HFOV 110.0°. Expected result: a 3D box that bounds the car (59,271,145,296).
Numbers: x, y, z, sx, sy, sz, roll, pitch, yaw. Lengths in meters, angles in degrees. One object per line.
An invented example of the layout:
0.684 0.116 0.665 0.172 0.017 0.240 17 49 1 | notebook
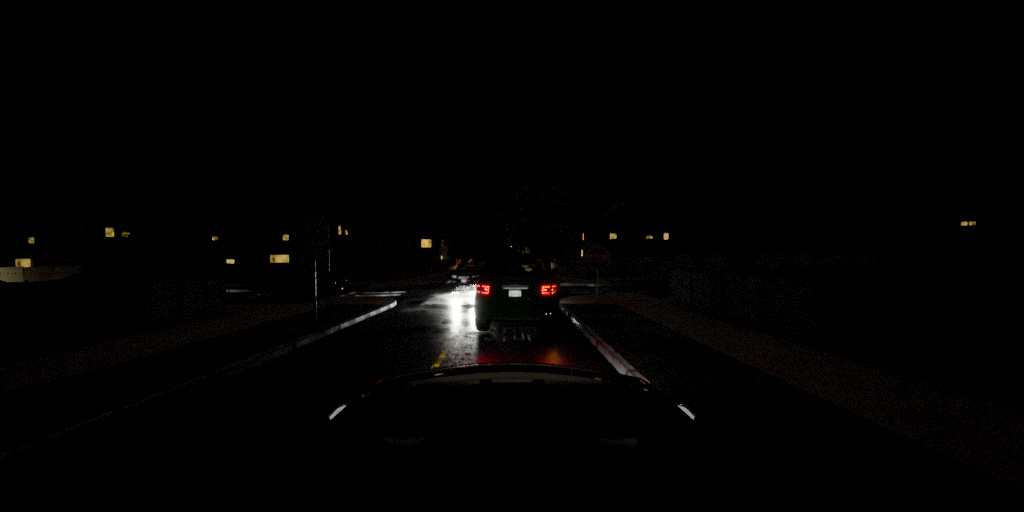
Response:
-22.135 1.598 19.731 4.892 1.490 1.837 -1 2 -1 | car

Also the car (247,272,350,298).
-11.691 1.540 19.943 4.718 1.301 1.895 -1 2 -3 | car

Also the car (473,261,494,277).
-2.913 1.298 37.235 1.812 1.442 4.674 0 0 0 | car

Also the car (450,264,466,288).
-2.888 1.244 23.962 2.128 1.511 4.902 0 0 0 | car

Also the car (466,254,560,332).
0.264 0.968 11.023 2.150 2.045 5.566 0 0 4 | car

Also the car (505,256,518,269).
-0.105 1.050 60.903 2.150 2.045 5.566 0 0 0 | car
